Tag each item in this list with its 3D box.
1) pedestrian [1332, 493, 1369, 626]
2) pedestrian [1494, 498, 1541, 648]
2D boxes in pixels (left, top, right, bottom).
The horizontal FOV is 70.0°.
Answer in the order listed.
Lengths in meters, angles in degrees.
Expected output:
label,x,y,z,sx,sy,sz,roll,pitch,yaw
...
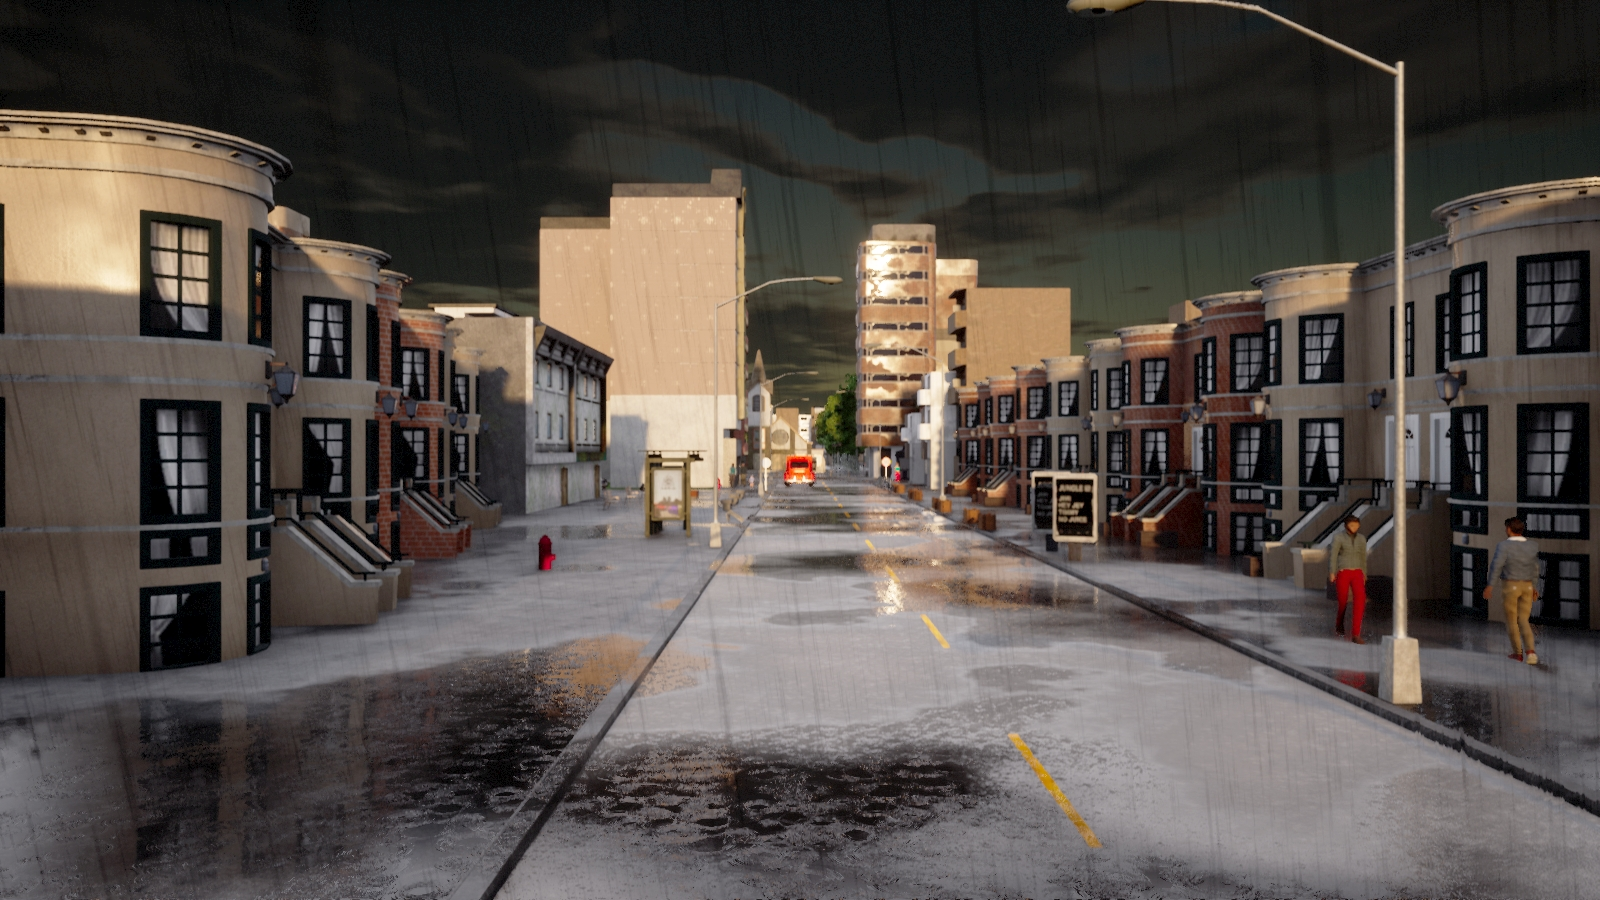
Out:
label,x,y,z,sx,sy,sz,roll,pitch,yaw
pedestrian,7.849,1.547,16.285,0.375,1.860,0.375,0,0,8
pedestrian,9.115,1.544,14.517,0.375,1.860,0.375,0,0,6
